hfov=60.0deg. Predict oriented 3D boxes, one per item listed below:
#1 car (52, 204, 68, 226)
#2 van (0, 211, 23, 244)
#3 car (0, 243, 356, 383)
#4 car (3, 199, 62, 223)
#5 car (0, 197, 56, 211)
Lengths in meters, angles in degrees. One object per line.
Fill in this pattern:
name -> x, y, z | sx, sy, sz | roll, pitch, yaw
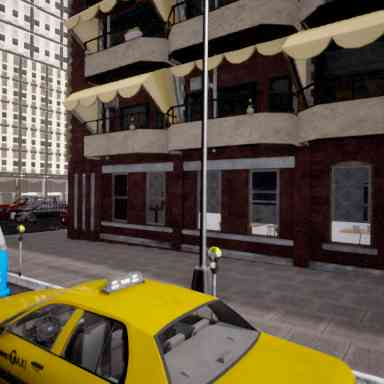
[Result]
car -> -6.970, 1.685, 23.207 | 1.887, 1.381, 4.507 | 1, 0, 36
van -> -5.324, 1.339, 6.662 | 3.998, 1.788, 1.690 | 0, 1, 36
car -> -0.902, 1.525, 3.508 | 4.829, 1.417, 1.752 | 0, 1, 36
car -> -11.762, 1.550, 26.451 | 2.128, 1.511, 4.902 | 1, 0, 36
car -> -13.757, 1.338, 28.117 | 2.192, 1.841, 5.009 | 1, 0, 36
